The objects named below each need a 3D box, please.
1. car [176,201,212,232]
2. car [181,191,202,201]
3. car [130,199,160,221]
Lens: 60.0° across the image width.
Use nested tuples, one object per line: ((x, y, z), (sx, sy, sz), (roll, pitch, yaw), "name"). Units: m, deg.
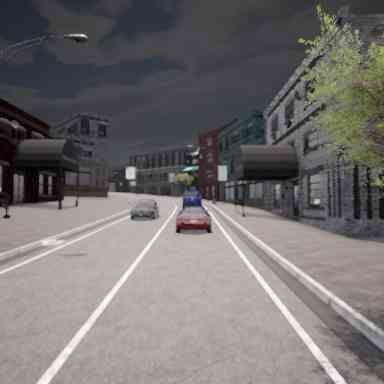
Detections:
((0.093, 1.471, 19.396), (1.994, 1.385, 4.181), (0, 1, 0), "car")
((-0.065, 0.859, 38.078), (2.150, 2.045, 5.566), (0, 1, -2), "car")
((-3.582, 1.337, 25.960), (1.837, 1.490, 4.892), (0, 0, 0), "car")
